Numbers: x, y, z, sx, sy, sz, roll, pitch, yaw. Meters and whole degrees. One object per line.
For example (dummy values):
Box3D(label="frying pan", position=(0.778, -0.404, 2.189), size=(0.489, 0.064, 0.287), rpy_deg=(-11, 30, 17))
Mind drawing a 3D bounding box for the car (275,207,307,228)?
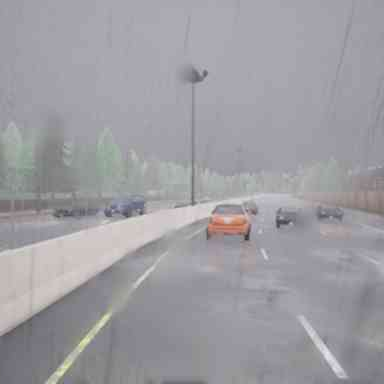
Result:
Box3D(label="car", position=(6.678, 1.672, 22.875), size=(1.895, 1.301, 4.718), rpy_deg=(0, 0, 12))

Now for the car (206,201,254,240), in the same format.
Box3D(label="car", position=(2.031, 1.392, 17.529), size=(2.097, 1.767, 4.553), rpy_deg=(0, 0, 10))

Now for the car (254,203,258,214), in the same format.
Box3D(label="car", position=(6.144, 1.656, 36.299), size=(1.994, 1.385, 4.181), rpy_deg=(0, 0, 13))

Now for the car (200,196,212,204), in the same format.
Box3D(label="car", position=(2.967, 1.627, 69.880), size=(1.812, 1.442, 4.674), rpy_deg=(0, 0, 13))

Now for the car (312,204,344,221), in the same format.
Box3D(label="car", position=(11.563, 1.705, 28.628), size=(1.895, 1.301, 4.718), rpy_deg=(0, 0, 13))
